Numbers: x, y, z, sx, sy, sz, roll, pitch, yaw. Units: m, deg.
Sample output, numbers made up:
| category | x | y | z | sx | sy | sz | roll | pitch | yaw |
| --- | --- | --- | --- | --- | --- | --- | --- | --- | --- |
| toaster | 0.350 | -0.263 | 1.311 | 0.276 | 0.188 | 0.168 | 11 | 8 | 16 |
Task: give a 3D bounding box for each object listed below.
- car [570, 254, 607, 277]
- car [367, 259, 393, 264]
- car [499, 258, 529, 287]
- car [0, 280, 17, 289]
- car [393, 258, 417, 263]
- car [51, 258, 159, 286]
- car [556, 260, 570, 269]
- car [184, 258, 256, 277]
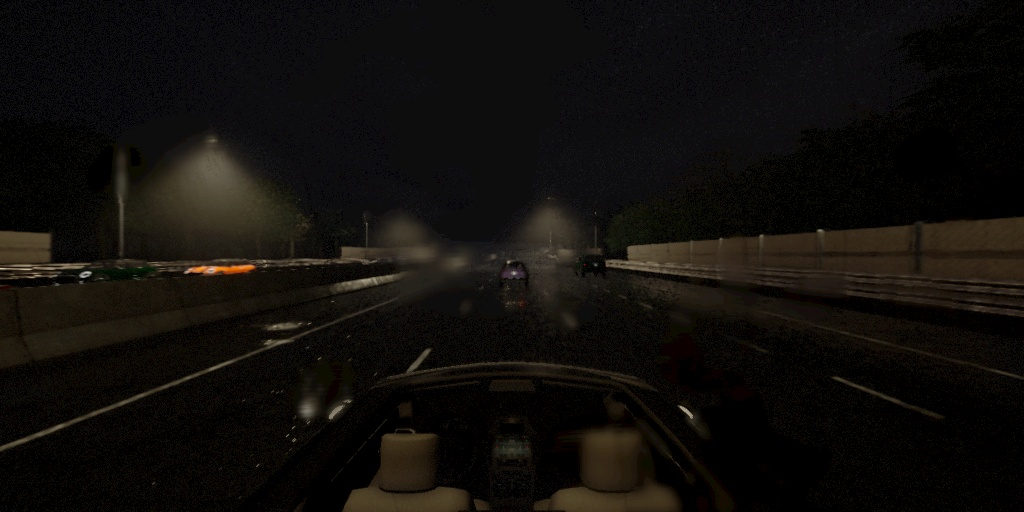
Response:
| category | x | y | z | sx | sy | sz | roll | pitch | yaw |
| --- | --- | --- | --- | --- | --- | --- | --- | --- | --- |
| car | 7.171 | 0.865 | 33.279 | 2.150 | 2.045 | 5.566 | 0 | 0 | 1 |
| car | -17.337 | 1.125 | 49.082 | 2.033 | 1.411 | 5.357 | 0 | 0 | 1 |
| car | 0.137 | 1.098 | 24.035 | 2.033 | 1.649 | 4.856 | 0 | 0 | 0 |
| car | -14.088 | 1.070 | 7.629 | 2.097 | 1.767 | 4.553 | 0 | 0 | 0 |
| car | -13.850 | 1.129 | 48.622 | 2.033 | 1.411 | 5.357 | 0 | 0 | 1 |
| car | -24.546 | 1.011 | 21.872 | 2.097 | 1.767 | 4.553 | 0 | 0 | 0 |
| car | 7.273 | 1.190 | 49.981 | 1.895 | 1.301 | 4.718 | 0 | 0 | 1 |
| car | -21.028 | 1.001 | 26.035 | 2.097 | 1.767 | 4.553 | 0 | 0 | 1 |
